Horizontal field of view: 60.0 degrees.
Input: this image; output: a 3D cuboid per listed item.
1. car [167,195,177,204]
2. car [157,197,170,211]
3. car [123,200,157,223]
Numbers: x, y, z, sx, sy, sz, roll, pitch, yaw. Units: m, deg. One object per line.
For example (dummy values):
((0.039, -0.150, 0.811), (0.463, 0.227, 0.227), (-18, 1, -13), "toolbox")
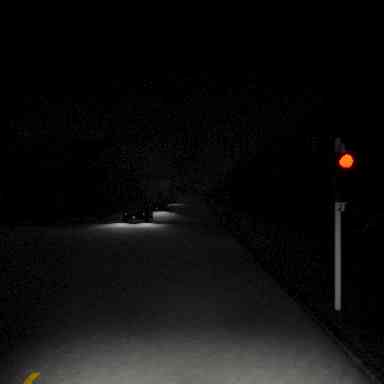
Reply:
((-4.012, 1.351, 62.084), (2.097, 1.767, 4.553), (0, 0, 1), "car")
((-4.086, 1.600, 40.453), (1.895, 1.301, 4.718), (0, 0, 0), "car")
((-4.100, 1.526, 25.806), (1.812, 1.442, 4.674), (0, 0, 0), "car")
